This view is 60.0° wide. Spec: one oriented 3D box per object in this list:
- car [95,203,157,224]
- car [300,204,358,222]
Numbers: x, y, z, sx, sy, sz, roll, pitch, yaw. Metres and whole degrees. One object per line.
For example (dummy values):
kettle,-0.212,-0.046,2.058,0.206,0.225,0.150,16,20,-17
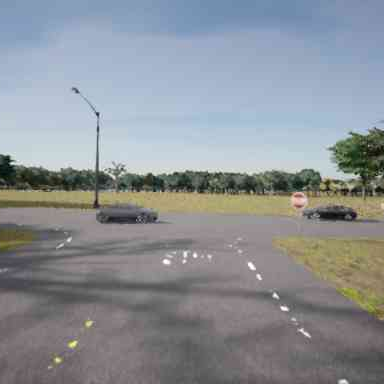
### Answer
car,-4.511,1.451,23.137,4.181,1.385,1.994,1,1,0
car,12.317,1.860,30.042,4.892,1.490,1.837,0,1,0
